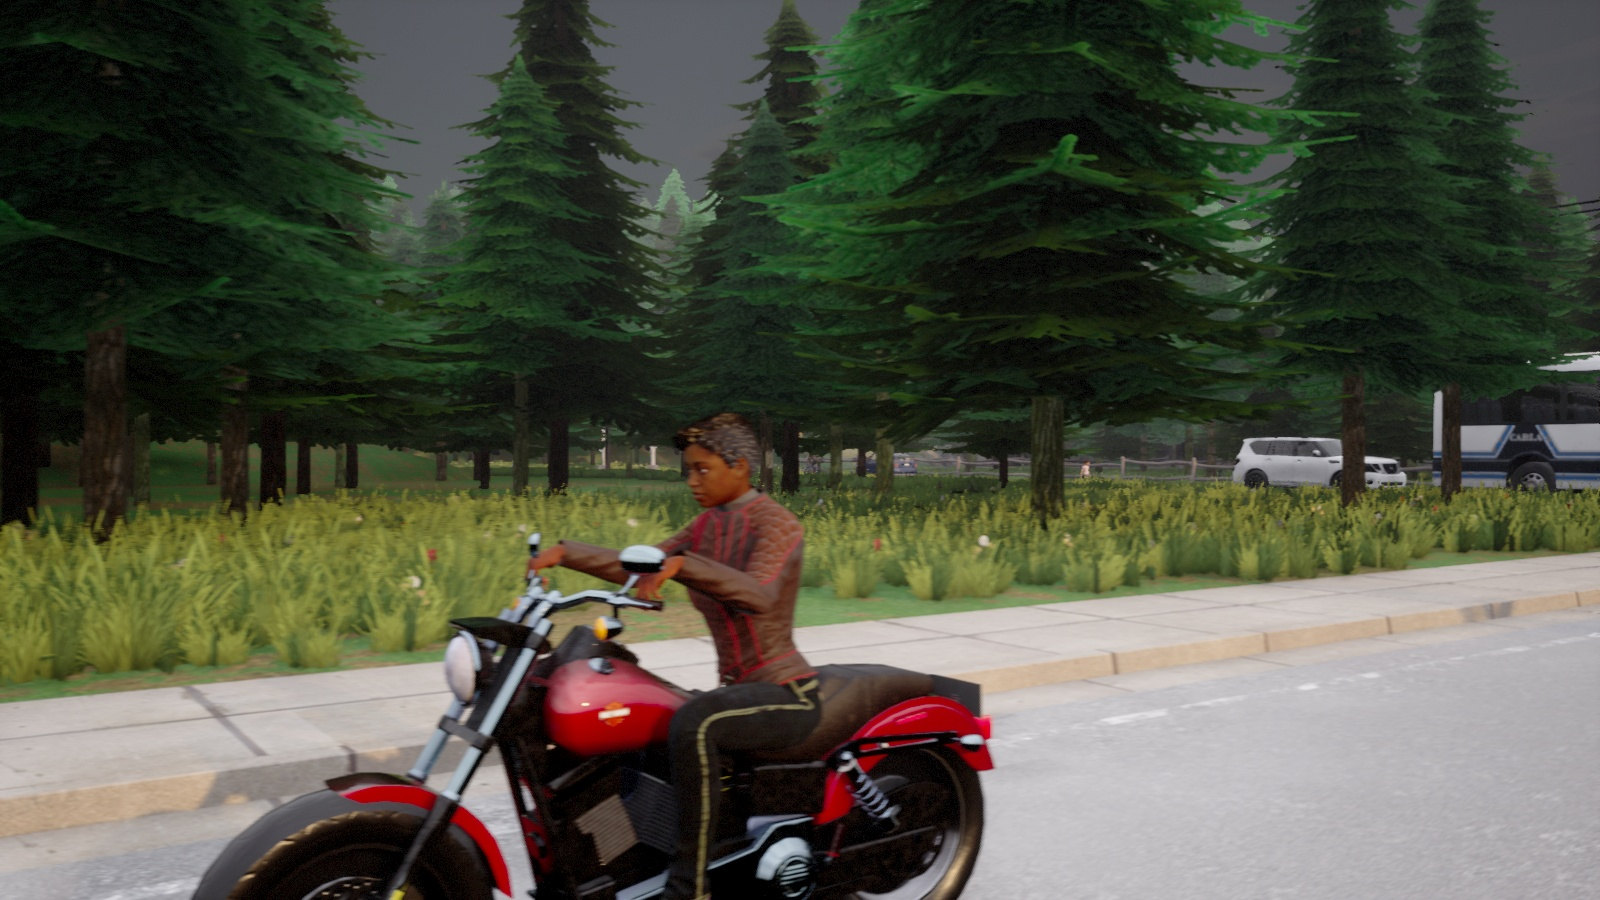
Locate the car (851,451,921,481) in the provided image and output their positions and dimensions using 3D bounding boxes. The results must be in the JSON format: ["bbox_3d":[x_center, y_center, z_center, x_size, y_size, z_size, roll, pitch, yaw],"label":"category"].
[{"bbox_3d":[4.551,0.851,66.746,1.789,1.549,3.705,0,0,-34],"label":"car"}]

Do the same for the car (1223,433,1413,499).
[{"bbox_3d":[17.054,0.495,41.664,2.150,2.045,5.566,0,0,-33],"label":"car"}]

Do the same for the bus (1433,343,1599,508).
[{"bbox_3d":[22.626,-0.634,32.864,3.944,4.253,10.273,0,0,-32],"label":"bus"}]

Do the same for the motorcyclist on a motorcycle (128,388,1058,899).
[{"bbox_3d":[-0.423,0.704,3.365,2.350,1.649,0.766,0,0,-35],"label":"motorcyclist on a motorcycle"}]
